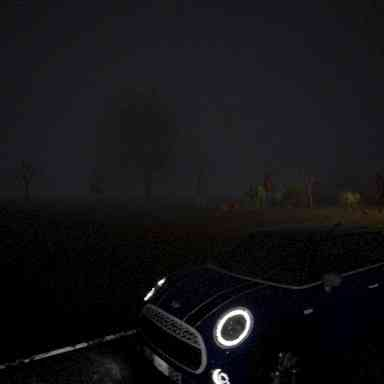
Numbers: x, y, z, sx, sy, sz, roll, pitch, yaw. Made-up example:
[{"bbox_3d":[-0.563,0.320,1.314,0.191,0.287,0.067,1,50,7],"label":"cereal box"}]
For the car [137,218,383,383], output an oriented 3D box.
[{"bbox_3d":[1.476,1.350,5.056,4.553,1.767,2.097,0,0,-36],"label":"car"}]
